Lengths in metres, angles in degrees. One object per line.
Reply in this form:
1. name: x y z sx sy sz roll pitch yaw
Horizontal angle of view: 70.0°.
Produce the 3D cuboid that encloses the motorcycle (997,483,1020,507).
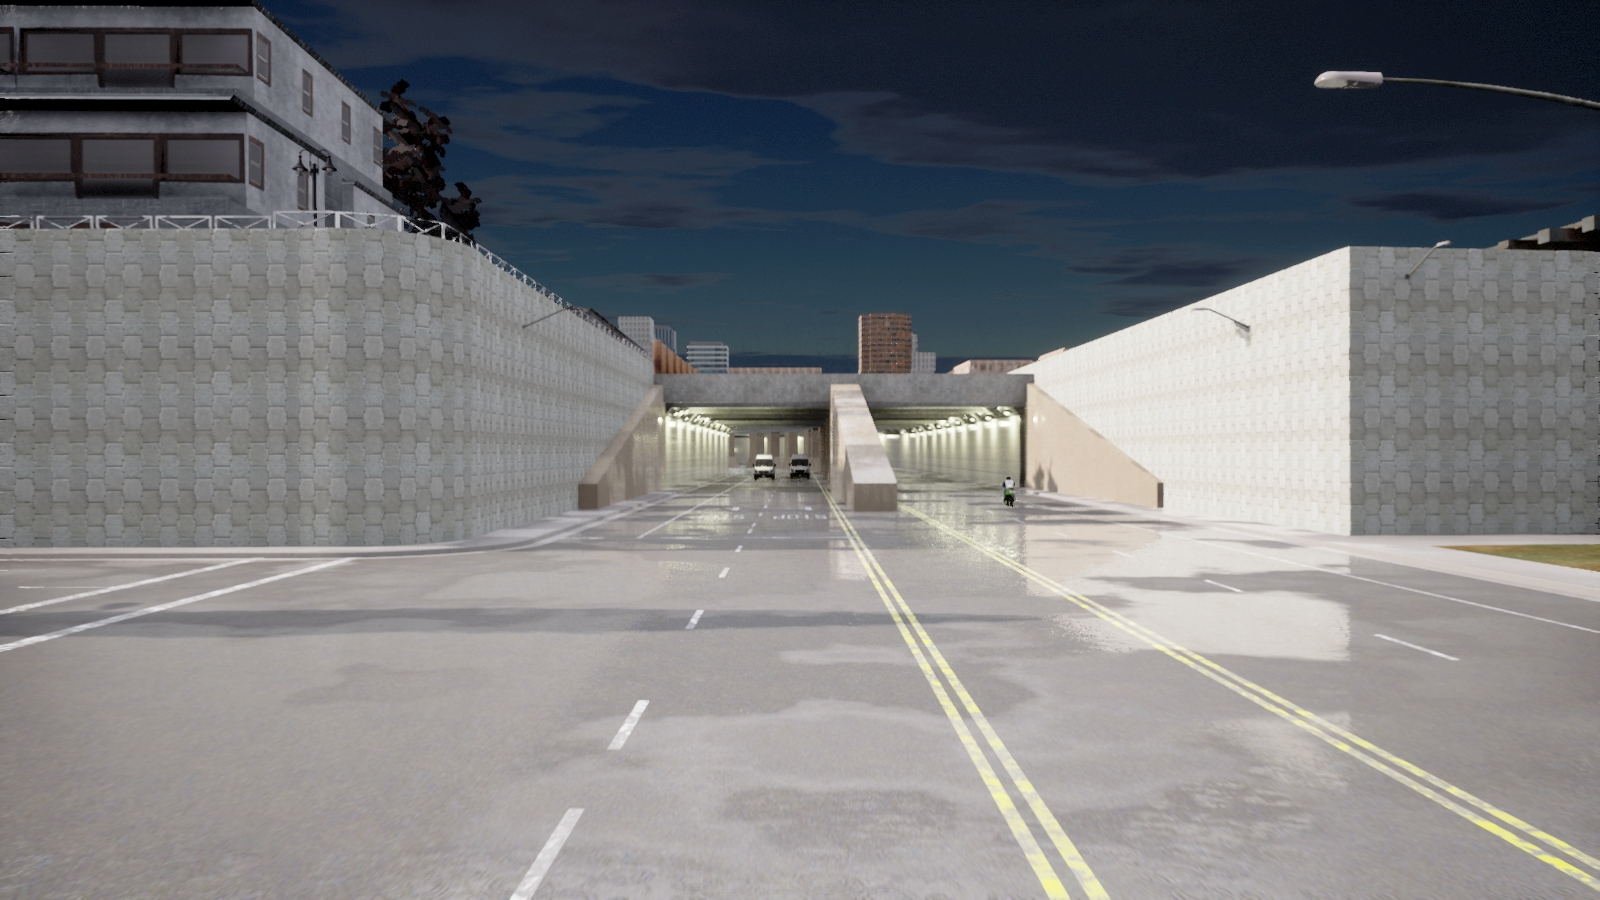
1. motorcycle: 10.478 2.266 57.425 0.803 1.145 2.033 0 0 0
